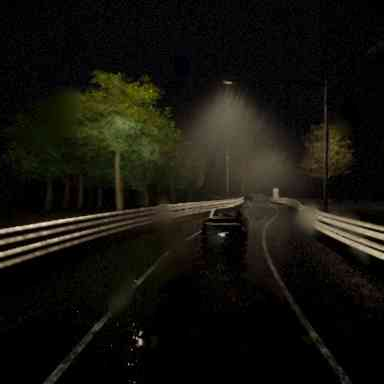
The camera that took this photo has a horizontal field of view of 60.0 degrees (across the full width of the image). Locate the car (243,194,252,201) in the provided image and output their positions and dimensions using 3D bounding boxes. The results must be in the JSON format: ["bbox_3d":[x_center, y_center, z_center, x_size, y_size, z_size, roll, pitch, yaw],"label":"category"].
[{"bbox_3d":[13.607,1.313,82.788,2.097,1.767,4.553,0,0,-2],"label":"car"}]

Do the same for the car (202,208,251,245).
[{"bbox_3d":[1.677,1.497,15.680,2.128,1.511,4.902,0,0,11],"label":"car"}]
